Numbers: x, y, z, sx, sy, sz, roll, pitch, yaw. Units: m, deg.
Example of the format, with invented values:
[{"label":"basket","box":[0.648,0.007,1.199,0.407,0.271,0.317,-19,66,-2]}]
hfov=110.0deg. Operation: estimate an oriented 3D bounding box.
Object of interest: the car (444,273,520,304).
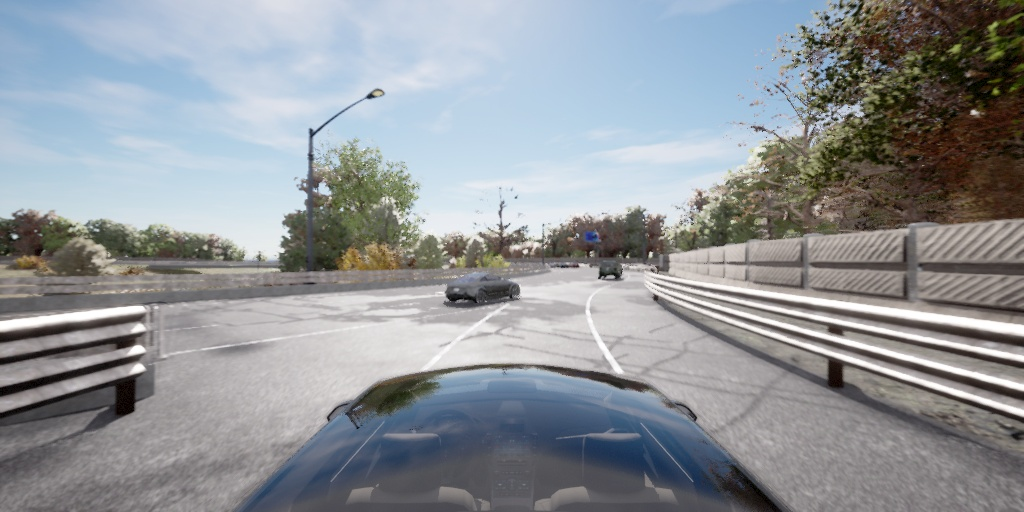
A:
[{"label":"car","box":[-1.379,1.542,18.010,1.994,1.385,4.181,0,-1,35]}]

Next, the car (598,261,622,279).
[{"label":"car","box":[11.403,1.598,41.675,2.150,2.045,5.566,0,0,21]}]
